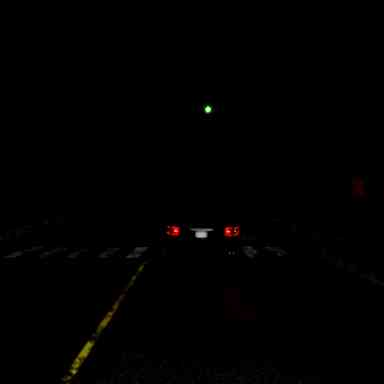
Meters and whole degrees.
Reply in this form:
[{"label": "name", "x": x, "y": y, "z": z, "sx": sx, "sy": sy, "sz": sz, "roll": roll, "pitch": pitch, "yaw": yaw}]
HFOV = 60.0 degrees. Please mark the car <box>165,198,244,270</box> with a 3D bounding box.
[{"label": "car", "x": 0.549, "y": 1.233, "z": 11.240, "sx": 2.150, "sy": 2.045, "sz": 5.566, "roll": 0, "pitch": -1, "yaw": 7}]
